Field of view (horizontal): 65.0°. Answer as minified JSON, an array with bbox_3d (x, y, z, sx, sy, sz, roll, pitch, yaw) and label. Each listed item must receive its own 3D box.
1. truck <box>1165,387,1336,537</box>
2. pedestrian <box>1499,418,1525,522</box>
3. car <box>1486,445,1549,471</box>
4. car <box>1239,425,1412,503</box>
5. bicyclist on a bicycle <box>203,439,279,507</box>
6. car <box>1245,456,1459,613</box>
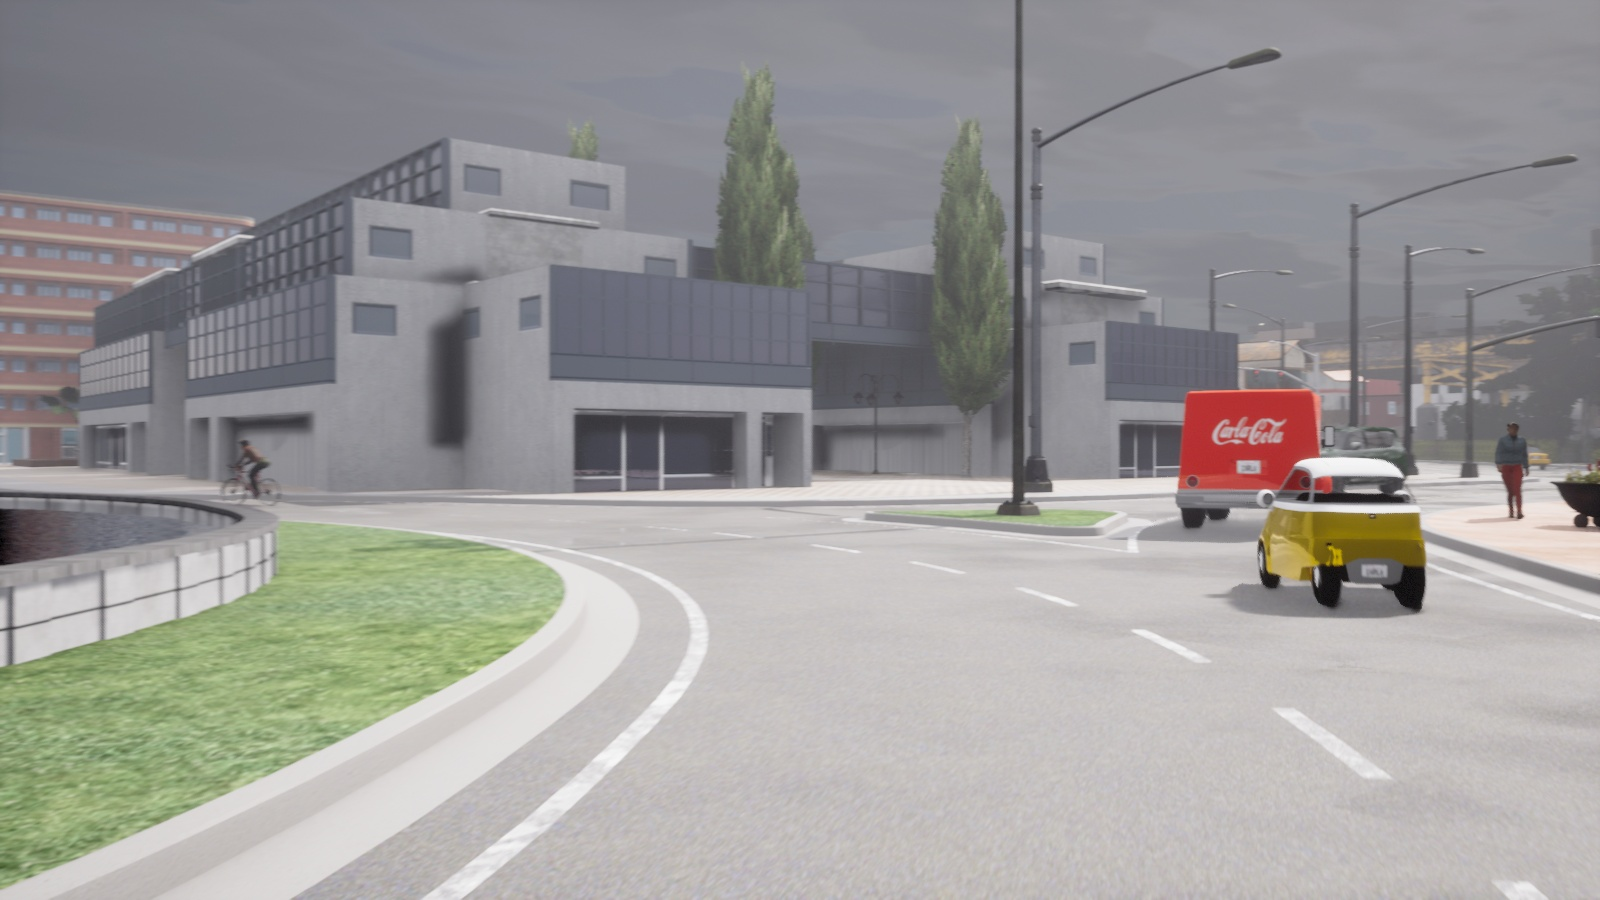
[{"bbox_3d":[8.602,0.188,23.610,2.627,2.467,5.204,0,0,24],"label":"truck"},{"bbox_3d":[12.843,0.347,22.662,0.353,1.847,0.614,0,0,24],"label":"pedestrian"},{"bbox_3d":[44.445,0.472,77.875,1.801,1.575,5.366,0,0,12],"label":"car"},{"bbox_3d":[15.056,0.361,35.821,5.566,2.045,2.150,0,0,-39],"label":"car"},{"bbox_3d":[-13.527,0.546,30.415,1.656,1.620,0.582,0,1,14],"label":"bicyclist on a bicycle"},{"bbox_3d":[5.387,0.765,12.493,1.481,1.376,2.207,0,1,10],"label":"car"}]
